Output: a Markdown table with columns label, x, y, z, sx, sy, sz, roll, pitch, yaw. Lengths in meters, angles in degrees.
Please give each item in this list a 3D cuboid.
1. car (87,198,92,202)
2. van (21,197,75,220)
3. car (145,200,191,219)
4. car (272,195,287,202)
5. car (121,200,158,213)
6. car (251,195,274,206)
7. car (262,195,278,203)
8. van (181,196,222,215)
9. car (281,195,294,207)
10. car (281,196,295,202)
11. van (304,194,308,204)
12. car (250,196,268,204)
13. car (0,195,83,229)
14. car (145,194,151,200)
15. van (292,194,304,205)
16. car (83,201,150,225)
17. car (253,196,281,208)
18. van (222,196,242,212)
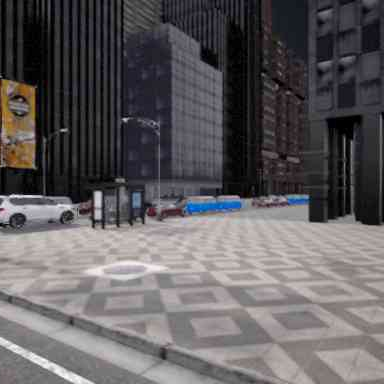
| label | x | y | z | sx | sy | sz | roll | pitch | yaw |
| --- | --- | --- | --- | --- | --- | --- | --- | --- | --- |
| car | -9.226 | 1.311 | 33.614 | 2.192 | 1.841 | 5.009 | 0 | 0 | 35 |
| van | -12.461 | 1.341 | 28.949 | 1.690 | 1.788 | 3.998 | 0 | 0 | 35 |
| car | -2.220 | 1.594 | 28.758 | 1.802 | 1.307 | 4.206 | 0 | 0 | 35 |
| car | 19.792 | 1.516 | 75.465 | 1.752 | 1.417 | 4.829 | 0 | 0 | 35 |
| car | -5.991 | 1.575 | 38.280 | 1.802 | 1.307 | 4.206 | 0 | 0 | 35 |
| car | 11.063 | 1.493 | 52.587 | 2.128 | 1.511 | 4.902 | 0 | 0 | 35 |
| car | 16.654 | 1.431 | 70.939 | 1.967 | 1.590 | 4.097 | 0 | 0 | 35 |
| van | 1.016 | 1.350 | 33.424 | 1.690 | 1.788 | 3.998 | 0 | 0 | 35 |
| car | 13.955 | 1.587 | 52.087 | 1.802 | 1.307 | 4.206 | 0 | 0 | 35 |
| car | 23.124 | 1.557 | 80.270 | 1.947 | 1.339 | 4.313 | 0 | 0 | 35 |
| van | 20.426 | 1.347 | 61.418 | 1.690 | 1.788 | 3.998 | 0 | 0 | 35 |
| car | 13.418 | 1.541 | 66.274 | 2.008 | 1.369 | 4.403 | 0 | 0 | 35 |
| car | -10.466 | 1.235 | 22.049 | 2.150 | 2.045 | 5.566 | 0 | 0 | 38 |
| car | -6.318 | 1.222 | 33.130 | 2.150 | 2.045 | 5.566 | 0 | 0 | 35 |
| van | 17.191 | 1.347 | 56.752 | 1.690 | 1.788 | 3.998 | 0 | 0 | 35 |
| car | -5.455 | 1.567 | 24.092 | 2.008 | 1.369 | 4.403 | 0 | 0 | 35 |
| car | 10.720 | 1.587 | 47.421 | 1.802 | 1.307 | 4.206 | 0 | 0 | 35 |
| van | 4.250 | 1.348 | 38.089 | 1.690 | 1.788 | 3.998 | 0 | 0 | 35 |
